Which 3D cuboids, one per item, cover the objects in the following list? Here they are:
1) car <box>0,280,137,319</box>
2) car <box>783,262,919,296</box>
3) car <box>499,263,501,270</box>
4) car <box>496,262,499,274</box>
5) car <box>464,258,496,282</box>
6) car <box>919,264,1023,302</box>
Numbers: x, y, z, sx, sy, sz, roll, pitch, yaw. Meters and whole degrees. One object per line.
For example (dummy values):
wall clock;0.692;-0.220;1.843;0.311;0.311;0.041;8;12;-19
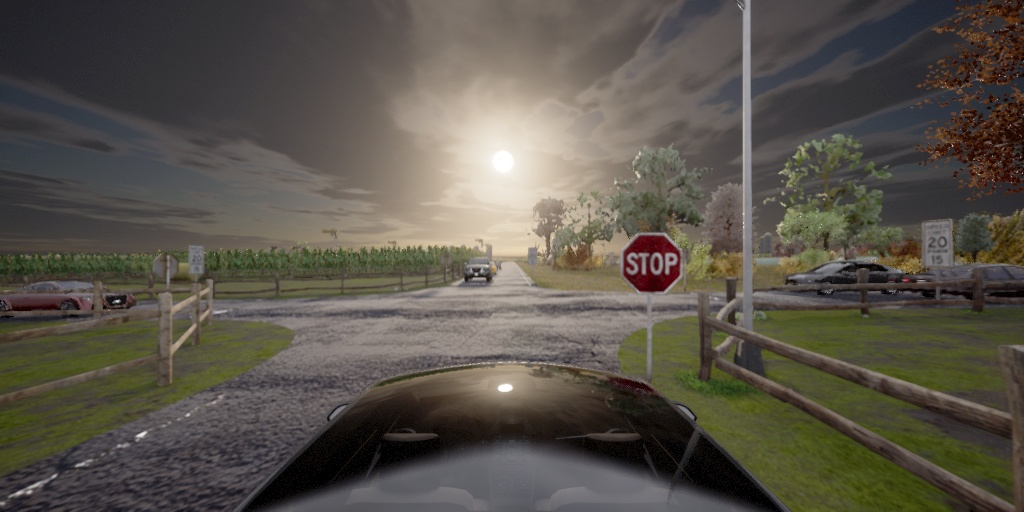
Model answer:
car;-18.034;1.702;14.580;4.181;1.385;1.994;-1;0;1
car;15.587;1.040;16.943;4.892;1.490;1.837;-1;0;1
car;-2.872;1.727;62.745;1.994;1.385;4.181;0;-1;1
car;-2.901;1.500;44.067;1.882;1.535;5.008;0;0;0
car;-2.885;1.161;31.624;2.150;2.045;5.566;0;0;0
car;18.611;1.018;14.026;5.357;1.411;2.033;-1;0;2
